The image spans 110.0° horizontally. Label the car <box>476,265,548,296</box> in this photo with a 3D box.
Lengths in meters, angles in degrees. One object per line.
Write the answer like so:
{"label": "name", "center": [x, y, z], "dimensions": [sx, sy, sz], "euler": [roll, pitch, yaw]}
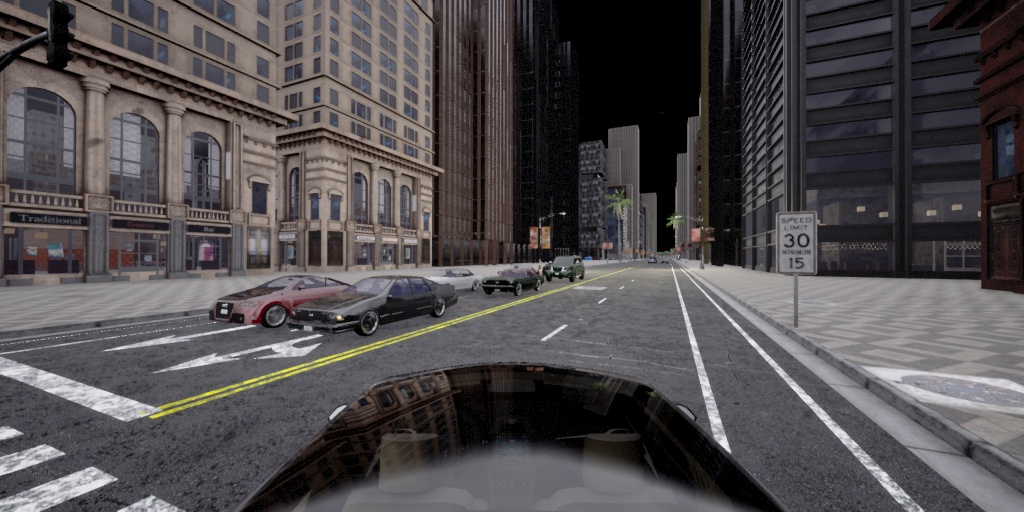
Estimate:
{"label": "car", "center": [0.163, 1.358, 19.577], "dimensions": [1.895, 1.301, 4.718], "euler": [0, 0, 24]}

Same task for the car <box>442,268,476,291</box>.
{"label": "car", "center": [-3.424, 1.357, 19.494], "dimensions": [1.895, 1.301, 4.718], "euler": [0, 0, 24]}

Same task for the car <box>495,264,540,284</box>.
{"label": "car", "center": [0.579, 1.364, 28.616], "dimensions": [1.895, 1.301, 4.718], "euler": [0, 0, 24]}

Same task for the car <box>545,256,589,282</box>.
{"label": "car", "center": [4.463, 0.987, 29.372], "dimensions": [2.150, 2.045, 5.566], "euler": [0, 0, 23]}

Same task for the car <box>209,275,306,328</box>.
{"label": "car", "center": [-6.939, 1.316, 11.469], "dimensions": [1.994, 1.385, 4.181], "euler": [0, 0, 24]}

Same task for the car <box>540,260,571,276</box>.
{"label": "car", "center": [4.713, 1.251, 37.947], "dimensions": [1.882, 1.535, 5.008], "euler": [0, 0, 24]}

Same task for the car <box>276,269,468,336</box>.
{"label": "car", "center": [-3.690, 1.299, 10.796], "dimensions": [2.033, 1.411, 5.357], "euler": [0, 0, 24]}
